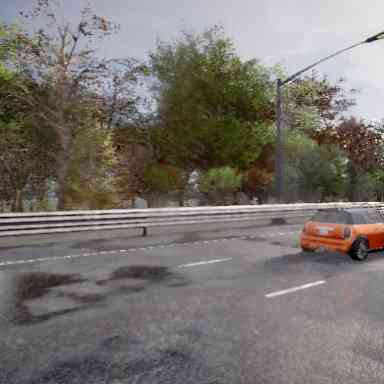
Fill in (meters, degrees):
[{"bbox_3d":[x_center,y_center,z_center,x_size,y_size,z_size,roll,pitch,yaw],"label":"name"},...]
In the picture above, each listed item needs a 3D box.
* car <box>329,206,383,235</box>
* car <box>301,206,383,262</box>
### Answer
[{"bbox_3d":[10.199,1.598,19.596,4.181,1.385,1.994,0,0,-35],"label":"car"},{"bbox_3d":[6.177,1.372,12.447,4.553,1.767,2.097,0,0,-35],"label":"car"}]
